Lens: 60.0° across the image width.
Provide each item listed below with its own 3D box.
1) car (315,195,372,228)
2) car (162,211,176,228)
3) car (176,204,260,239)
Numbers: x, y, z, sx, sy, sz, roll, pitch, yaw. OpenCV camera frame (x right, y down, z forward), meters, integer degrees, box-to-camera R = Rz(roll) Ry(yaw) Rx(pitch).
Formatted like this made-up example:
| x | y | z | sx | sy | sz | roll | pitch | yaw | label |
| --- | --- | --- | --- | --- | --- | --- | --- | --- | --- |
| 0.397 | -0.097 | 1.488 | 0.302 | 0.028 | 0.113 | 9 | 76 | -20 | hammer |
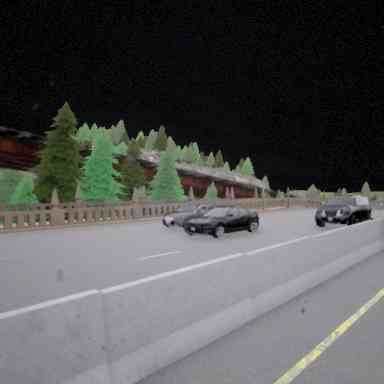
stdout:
| x | y | z | sx | sy | sz | roll | pitch | yaw | label |
| --- | --- | --- | --- | --- | --- | --- | --- | --- | --- |
| 10.034 | 1.232 | 21.745 | 2.150 | 2.045 | 5.566 | 0 | 0 | 42 | car |
| 0.239 | 1.513 | 21.376 | 2.128 | 1.511 | 4.902 | 0 | 0 | 42 | car |
| 1.727 | 1.494 | 17.810 | 1.882 | 1.535 | 5.008 | 0 | 0 | 42 | car |
